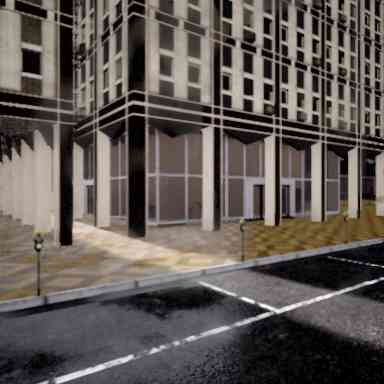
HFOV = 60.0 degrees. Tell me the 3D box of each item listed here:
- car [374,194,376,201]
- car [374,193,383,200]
[{"bbox_3d":[32.724,0.738,62.560,2.192,1.841,5.009,1,0,-36],"label":"car"},{"bbox_3d":[39.492,0.994,67.493,1.802,1.307,4.206,1,0,-36],"label":"car"}]
